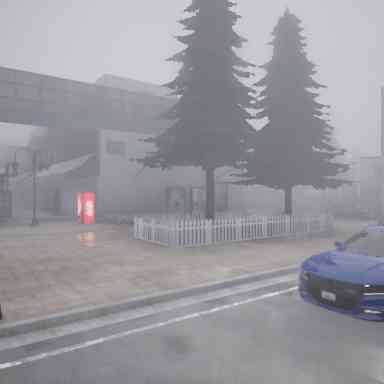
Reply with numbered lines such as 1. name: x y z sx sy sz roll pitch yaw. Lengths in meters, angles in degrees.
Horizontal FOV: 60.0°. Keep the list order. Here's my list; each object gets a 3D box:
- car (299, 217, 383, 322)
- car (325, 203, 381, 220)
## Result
1. car: 4.348 1.477 7.045 5.008 1.535 1.882 0 0 -35
2. car: 12.673 1.548 26.193 1.994 1.385 4.181 0 0 -35
